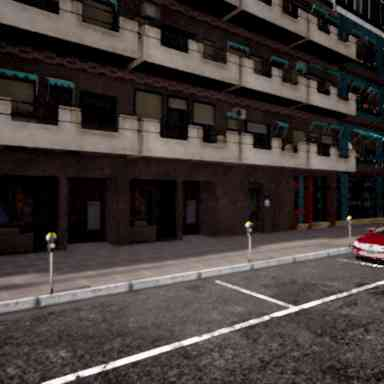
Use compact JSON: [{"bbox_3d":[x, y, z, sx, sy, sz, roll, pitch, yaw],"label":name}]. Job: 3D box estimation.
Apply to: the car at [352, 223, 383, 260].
[{"bbox_3d":[7.431,1.723,11.865,4.206,1.307,1.802,1,-1,-35],"label":"car"}]
